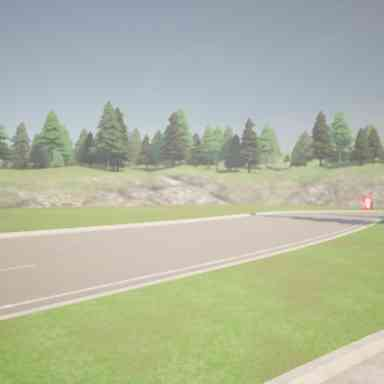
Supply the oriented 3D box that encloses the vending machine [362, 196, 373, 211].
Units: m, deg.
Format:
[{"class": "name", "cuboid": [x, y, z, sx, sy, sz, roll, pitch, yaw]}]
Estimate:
[{"class": "vending machine", "cuboid": [24.880, 1.682, 47.189, 0.880, 2.100, 1.100, 0, 0, 0]}]
